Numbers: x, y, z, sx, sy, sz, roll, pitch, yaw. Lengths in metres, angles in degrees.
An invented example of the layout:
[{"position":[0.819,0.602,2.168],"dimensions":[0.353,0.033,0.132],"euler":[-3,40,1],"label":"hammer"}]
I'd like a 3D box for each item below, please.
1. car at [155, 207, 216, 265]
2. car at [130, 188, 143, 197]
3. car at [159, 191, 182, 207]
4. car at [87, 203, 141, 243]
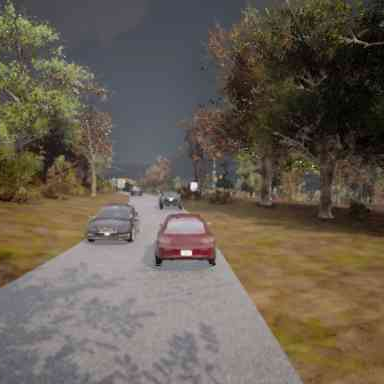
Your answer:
[{"position":[-0.258,1.464,11.377],"dimensions":[1.812,1.442,4.674],"euler":[0,1,-3],"label":"car"},{"position":[-9.631,-0.011,57.611],"dimensions":[1.882,1.535,5.008],"euler":[2,1,-13],"label":"car"},{"position":[-2.264,0.671,33.581],"dimensions":[2.097,1.767,4.553],"euler":[2,2,-8],"label":"car"},{"position":[-3.398,1.314,15.161],"dimensions":[1.837,1.490,4.892],"euler":[2,1,-4],"label":"car"}]
